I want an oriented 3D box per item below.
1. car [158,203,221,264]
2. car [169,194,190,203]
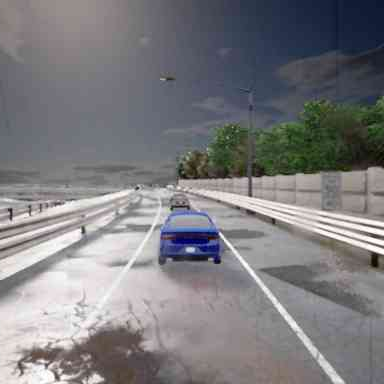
[{"bbox_3d":[-0.118,1.400,11.632,1.882,1.535,5.008,0,1,-2],"label":"car"},{"bbox_3d":[-1.193,0.927,31.365,2.033,1.411,5.357,0,2,-5],"label":"car"}]
